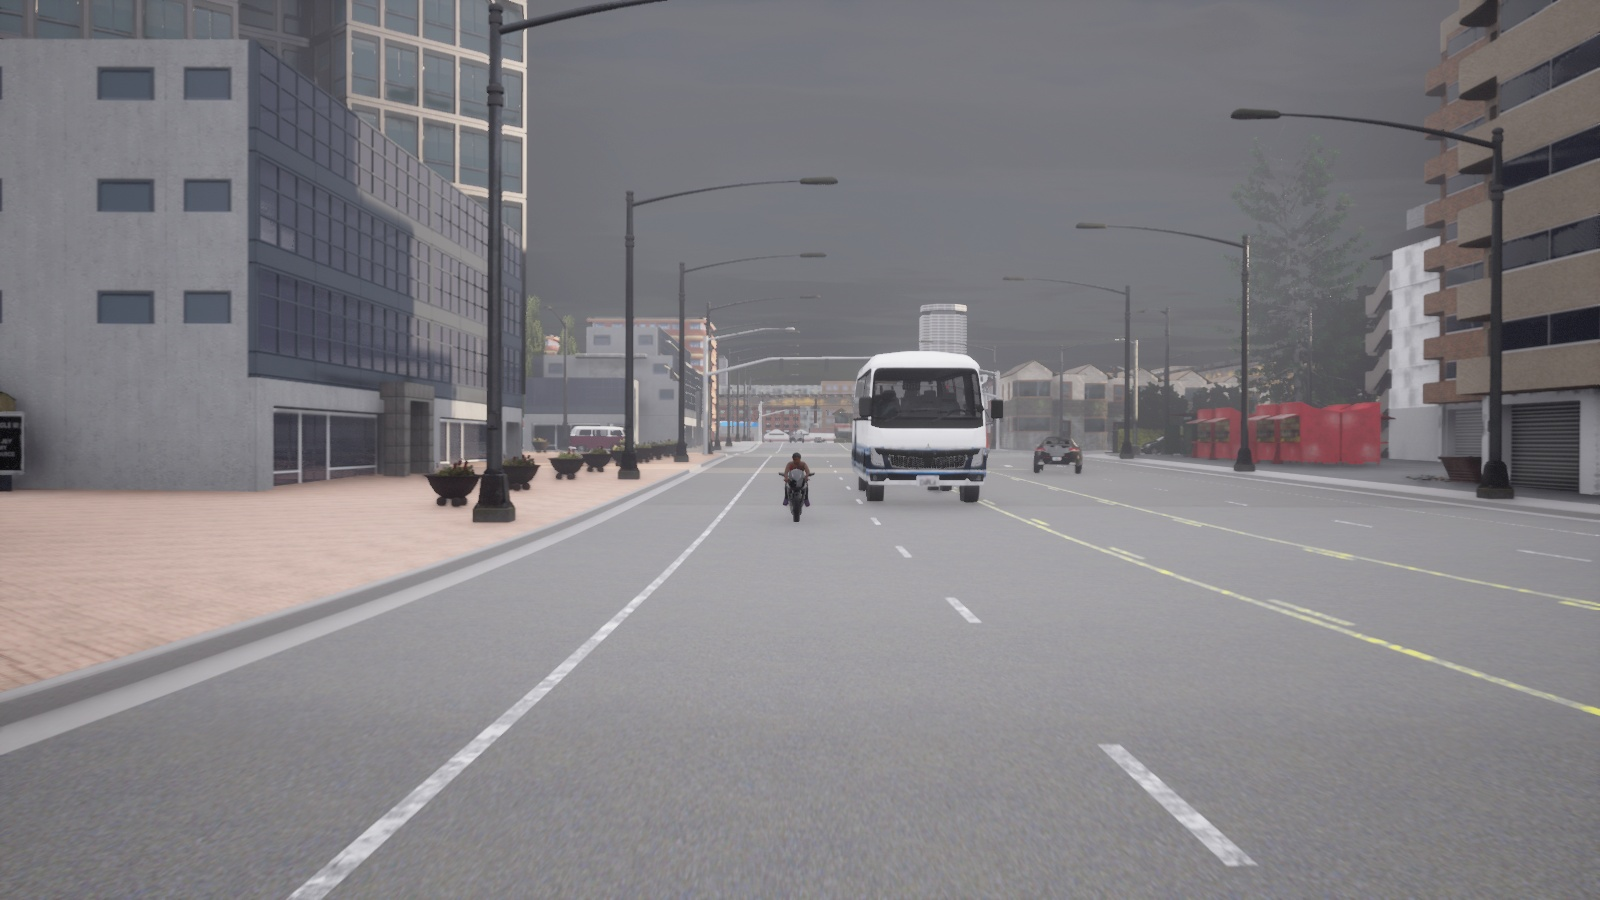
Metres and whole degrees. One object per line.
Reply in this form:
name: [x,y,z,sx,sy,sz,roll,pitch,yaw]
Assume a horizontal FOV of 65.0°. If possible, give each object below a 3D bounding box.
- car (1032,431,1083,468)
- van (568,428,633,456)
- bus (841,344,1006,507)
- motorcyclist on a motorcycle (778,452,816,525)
car: [12.014,-0.061,58.373,2.152,1.651,5.027,0,1,14]
van: [-14.687,-0.614,92.536,4.480,2.038,2.069,0,0,0]
bus: [3.401,-0.753,37.932,3.944,4.253,10.273,0,1,0]
motorcyclist on a motorcycle: [-0.068,0.820,27.964,0.797,1.523,2.044,0,1,0]
